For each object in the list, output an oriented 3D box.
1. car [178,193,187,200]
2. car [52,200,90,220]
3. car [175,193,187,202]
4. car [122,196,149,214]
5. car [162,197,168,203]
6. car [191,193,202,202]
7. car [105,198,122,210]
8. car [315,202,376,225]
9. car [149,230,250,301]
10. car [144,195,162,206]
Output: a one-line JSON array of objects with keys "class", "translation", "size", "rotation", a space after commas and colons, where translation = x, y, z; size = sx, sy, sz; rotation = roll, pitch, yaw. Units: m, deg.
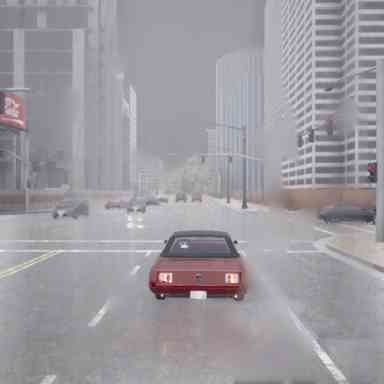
[{"class": "car", "translation": [-2.297, 1.184, 84.085], "size": [2.097, 1.767, 4.553], "rotation": [0, 0, 1]}, {"class": "car", "translation": [-10.207, 1.491, 28.441], "size": [2.128, 1.511, 4.902], "rotation": [0, 0, 1]}, {"class": "car", "translation": [-2.452, 1.216, 73.445], "size": [2.150, 2.045, 5.566], "rotation": [0, 0, 1]}, {"class": "car", "translation": [-5.917, 1.492, 35.258], "size": [2.128, 1.511, 4.902], "rotation": [0, 0, -8]}, {"class": "car", "translation": [-6.024, 1.601, 68.800], "size": [1.895, 1.301, 4.718], "rotation": [0, 0, 1]}, {"class": "car", "translation": [1.048, 1.216, 73.394], "size": [2.150, 2.045, 5.566], "rotation": [0, 0, 1]}, {"class": "car", "translation": [-9.983, 1.526, 43.571], "size": [1.812, 1.442, 4.674], "rotation": [0, 0, 1]}, {"class": "car", "translation": [11.098, 1.525, 23.422], "size": [4.674, 1.442, 1.812], "rotation": [0, 0, 3]}, {"class": "car", "translation": [0.216, 1.601, 8.322], "size": [1.895, 1.301, 4.718], "rotation": [0, 0, 2]}, {"class": "car", "translation": [-6.338, 1.601, 53.209], "size": [1.895, 1.301, 4.718], "rotation": [0, 0, 1]}]
